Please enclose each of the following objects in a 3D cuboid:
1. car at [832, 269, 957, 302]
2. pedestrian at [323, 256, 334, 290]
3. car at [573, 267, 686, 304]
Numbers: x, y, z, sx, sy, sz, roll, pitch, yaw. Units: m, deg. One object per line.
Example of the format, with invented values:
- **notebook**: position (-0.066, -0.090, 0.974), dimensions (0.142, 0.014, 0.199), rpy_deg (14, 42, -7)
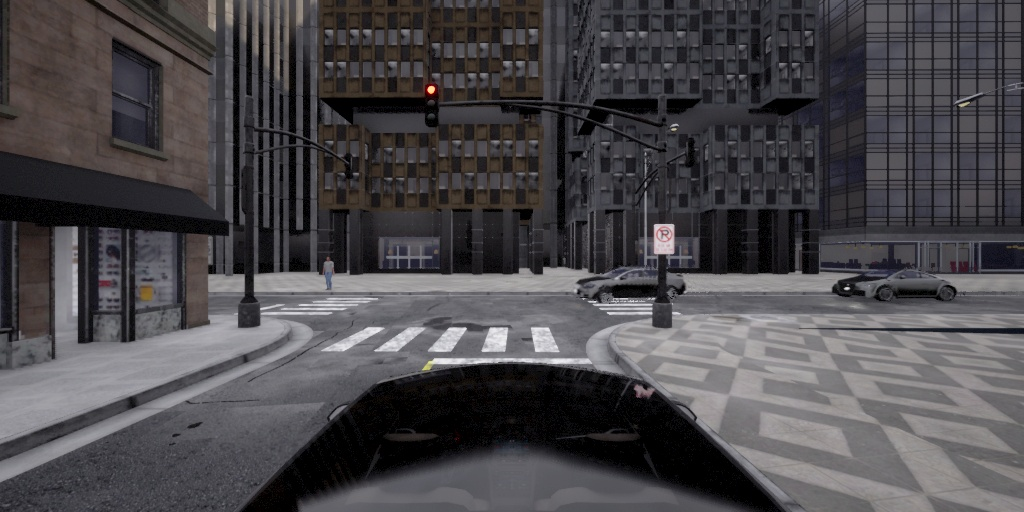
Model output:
- **car**: position (17.204, 1.286, 16.269), dimensions (4.181, 1.385, 1.994), rpy_deg (0, 0, 0)
- **pedestrian**: position (-9.929, 0.902, 19.486), dimensions (0.375, 1.860, 0.375), rpy_deg (0, 0, 0)
- **car**: position (5.128, 1.232, 15.768), dimensions (4.902, 1.511, 2.128), rpy_deg (0, 0, -10)
